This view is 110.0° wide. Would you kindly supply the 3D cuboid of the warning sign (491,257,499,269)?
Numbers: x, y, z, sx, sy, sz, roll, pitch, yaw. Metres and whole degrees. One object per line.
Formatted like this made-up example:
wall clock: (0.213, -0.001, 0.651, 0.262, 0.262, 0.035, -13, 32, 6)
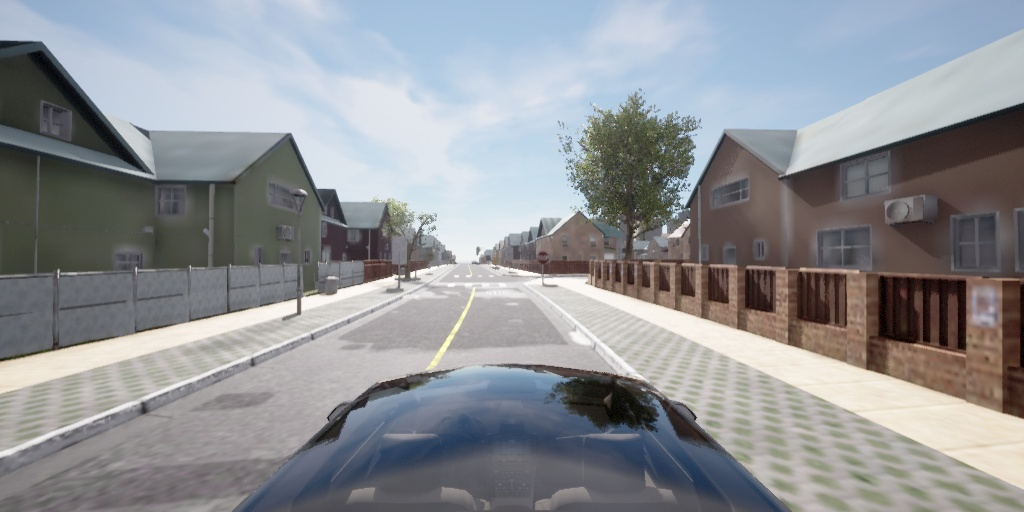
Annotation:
warning sign: (-2.653, 1.090, 56.388, 1.300, 1.860, 1.060, 0, 0, -7)
